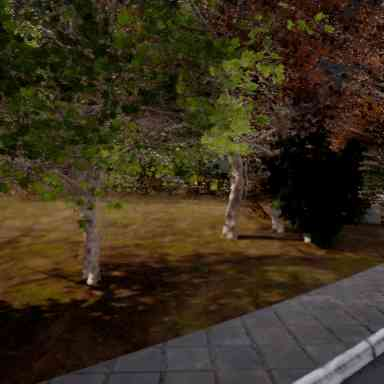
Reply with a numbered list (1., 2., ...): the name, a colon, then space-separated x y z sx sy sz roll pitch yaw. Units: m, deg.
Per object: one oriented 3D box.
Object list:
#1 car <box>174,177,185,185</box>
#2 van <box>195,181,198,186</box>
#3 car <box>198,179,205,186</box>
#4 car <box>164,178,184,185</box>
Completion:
1. car: -2.305 -2.388 79.398 2.163 1.488 4.792 5 3 38
2. van: 2.133 -2.291 76.051 1.878 1.987 4.442 5 3 38
3. car: 4.232 -1.862 74.264 2.163 1.488 4.792 5 3 38
4. car: -4.472 -2.563 81.125 2.163 1.488 4.792 5 3 38
